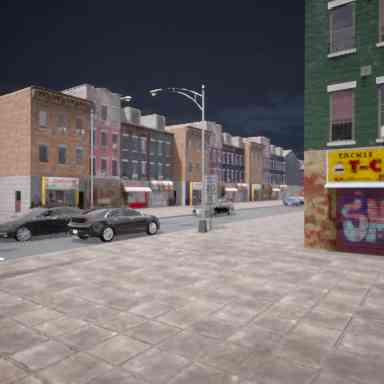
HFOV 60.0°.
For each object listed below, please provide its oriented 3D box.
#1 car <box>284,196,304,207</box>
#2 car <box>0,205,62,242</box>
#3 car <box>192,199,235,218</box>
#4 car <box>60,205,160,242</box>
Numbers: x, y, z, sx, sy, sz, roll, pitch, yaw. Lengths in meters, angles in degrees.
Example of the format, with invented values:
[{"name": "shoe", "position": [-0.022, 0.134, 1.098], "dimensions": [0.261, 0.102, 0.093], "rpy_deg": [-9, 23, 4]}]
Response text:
[{"name": "car", "position": [14.224, 1.278, 45.783], "dimensions": [1.812, 1.442, 4.674], "rpy_deg": [0, 0, 36]}, {"name": "car", "position": [-7.142, 1.442, 16.276], "dimensions": [1.837, 1.490, 4.892], "rpy_deg": [1, 1, 38]}, {"name": "car", "position": [1.917, 1.347, 28.756], "dimensions": [2.128, 1.511, 4.902], "rpy_deg": [0, 1, 35]}, {"name": "car", "position": [-3.580, 1.443, 16.193], "dimensions": [1.837, 1.490, 4.892], "rpy_deg": [0, 0, 36]}]
